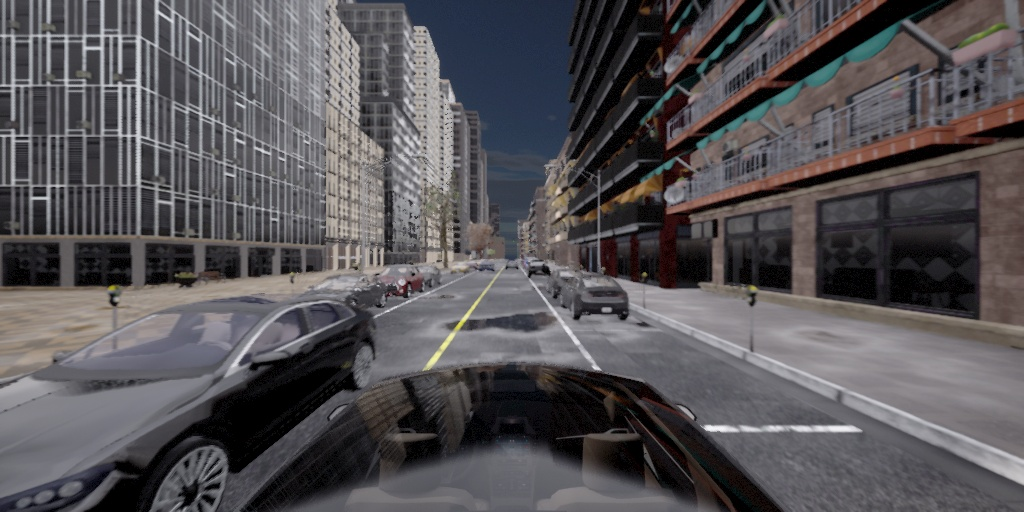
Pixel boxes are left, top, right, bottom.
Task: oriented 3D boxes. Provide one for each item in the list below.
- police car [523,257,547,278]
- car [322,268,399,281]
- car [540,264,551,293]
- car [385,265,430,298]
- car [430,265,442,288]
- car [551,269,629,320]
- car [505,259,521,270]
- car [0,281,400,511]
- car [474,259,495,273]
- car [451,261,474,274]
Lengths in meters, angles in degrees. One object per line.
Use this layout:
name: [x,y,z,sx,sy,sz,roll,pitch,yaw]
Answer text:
police car: [2.365,1.157,33.277,1.930,1.638,5.238,0,0,0]
car: [-5.692,1.293,12.368,2.007,1.370,4.403,0,0,0]
car: [2.689,1.289,17.900,2.007,1.370,4.403,0,0,0]
car: [-5.692,1.179,17.901,1.967,1.591,4.097,0,0,0]
car: [-5.692,1.287,23.432,2.007,1.370,4.403,0,0,0]
car: [2.689,1.293,12.368,2.007,1.370,4.403,0,0,0]
car: [0.000,1.296,52.875,1.994,1.385,4.181,0,0,0]
car: [-3.100,1.240,3.949,2.128,1.511,4.902,0,0,0]
car: [-3.086,1.279,44.620,2.033,1.411,5.357,0,0,0]
car: [-5.692,1.257,39.860,1.751,1.417,4.829,0,0,0]
